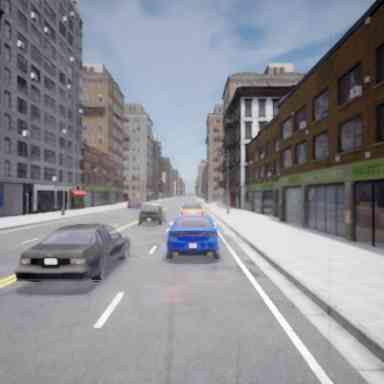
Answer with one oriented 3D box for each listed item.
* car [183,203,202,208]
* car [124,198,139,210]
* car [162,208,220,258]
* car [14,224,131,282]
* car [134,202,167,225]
[{"bbox_3d":[0.041,1.685,27.232,2.097,1.767,4.553,0,-1,0],"label":"car"},{"bbox_3d":[-9.817,2.207,56.695,1.837,1.490,4.892,0,-1,0],"label":"car"},{"bbox_3d":[0.051,1.644,13.483,1.882,1.535,5.008,0,0,0],"label":"car"},{"bbox_3d":[-3.229,1.673,10.153,2.033,1.411,5.357,0,-1,0],"label":"car"},{"bbox_3d":[-3.209,1.841,27.331,1.837,1.490,4.892,0,0,0],"label":"car"}]
